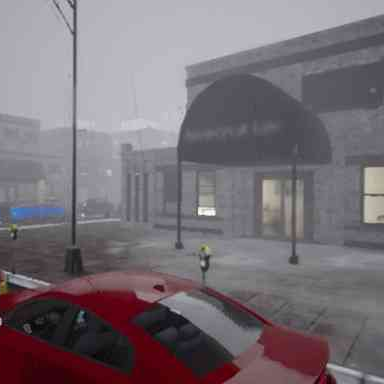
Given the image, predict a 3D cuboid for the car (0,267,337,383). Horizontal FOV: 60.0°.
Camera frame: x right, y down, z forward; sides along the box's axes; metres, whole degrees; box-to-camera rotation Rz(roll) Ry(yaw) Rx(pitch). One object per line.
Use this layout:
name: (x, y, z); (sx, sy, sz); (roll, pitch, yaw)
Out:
car: (-0.908, 1.541, 3.516); (4.507, 1.381, 1.887); (0, 0, 35)

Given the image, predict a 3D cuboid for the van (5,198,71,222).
van: (-11.998, 1.382, 26.130); (1.690, 1.788, 3.998); (0, 0, 35)

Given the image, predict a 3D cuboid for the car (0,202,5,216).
car: (-16.708, 1.557, 29.497); (1.994, 1.385, 4.181); (1, 0, 35)

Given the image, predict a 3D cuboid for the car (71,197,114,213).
car: (-11.085, 1.371, 37.503); (2.097, 1.767, 4.553); (1, 0, 35)

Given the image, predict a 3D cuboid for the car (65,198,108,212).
car: (-12.600, 1.526, 39.860); (1.752, 1.417, 4.829); (0, 0, 35)
